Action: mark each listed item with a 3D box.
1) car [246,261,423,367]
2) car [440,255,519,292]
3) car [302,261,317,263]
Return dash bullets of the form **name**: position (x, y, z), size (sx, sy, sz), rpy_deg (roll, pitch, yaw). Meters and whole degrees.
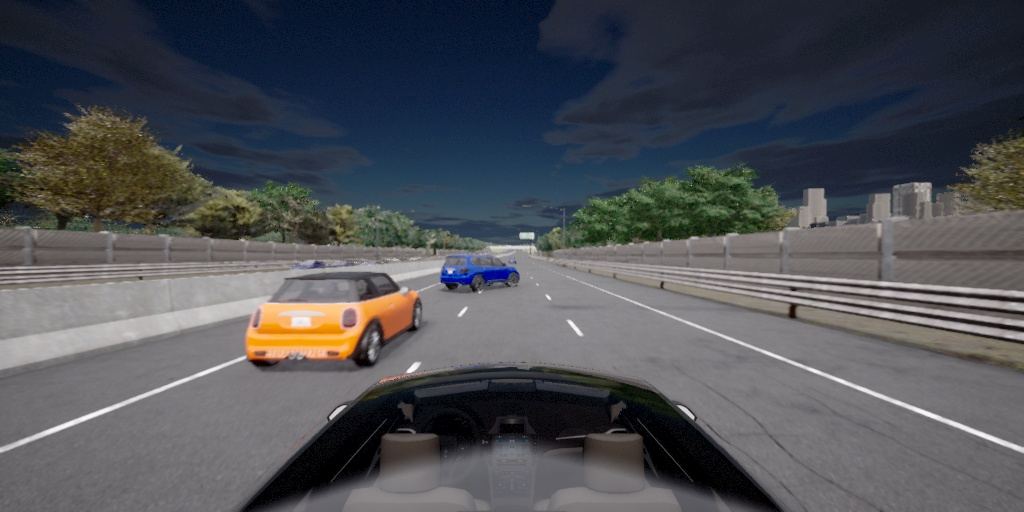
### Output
- **car**: position (-3.501, 1.099, 8.081), size (2.097, 1.767, 4.553), rpy_deg (0, 0, 0)
- **car**: position (-1.777, 0.947, 21.403), size (2.150, 2.045, 5.566), rpy_deg (0, 0, 35)
- **car**: position (-21.070, 1.221, 37.428), size (1.812, 1.442, 4.674), rpy_deg (0, 0, 0)
